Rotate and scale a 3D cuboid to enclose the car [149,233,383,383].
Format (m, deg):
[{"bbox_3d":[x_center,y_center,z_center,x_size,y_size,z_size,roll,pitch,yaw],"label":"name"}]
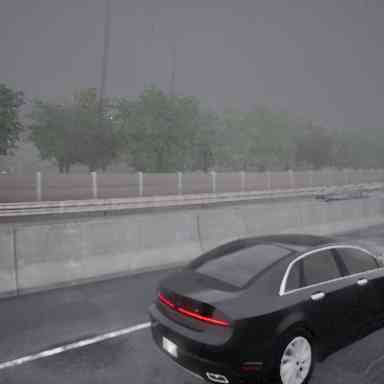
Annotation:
[{"bbox_3d":[1.723,1.404,5.097,4.892,1.490,1.837,-2,1,-35],"label":"car"}]

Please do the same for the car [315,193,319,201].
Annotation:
[{"bbox_3d":[15.582,0.198,36.584,5.008,1.535,1.882,-3,2,-35],"label":"car"}]

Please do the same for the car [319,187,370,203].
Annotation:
[{"bbox_3d":[14.883,0.424,31.791,5.357,1.411,2.033,-3,2,-35],"label":"car"}]

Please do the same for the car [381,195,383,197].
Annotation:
[{"bbox_3d":[19.604,0.270,30.860,5.357,1.411,2.033,-3,2,-35],"label":"car"}]
